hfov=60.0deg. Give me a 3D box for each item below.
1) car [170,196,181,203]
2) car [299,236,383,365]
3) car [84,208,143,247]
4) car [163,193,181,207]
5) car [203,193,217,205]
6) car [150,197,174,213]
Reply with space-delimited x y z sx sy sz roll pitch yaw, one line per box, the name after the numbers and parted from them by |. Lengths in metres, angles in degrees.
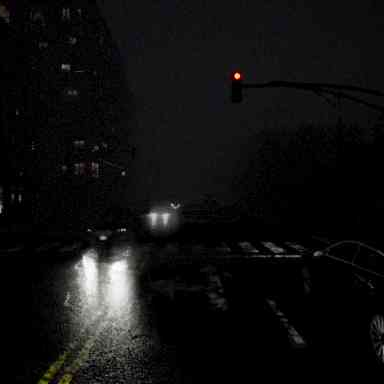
-3.364 1.536 69.174 2.128 1.511 4.902 0 0 0 | car
3.341 1.491 5.654 2.128 1.511 4.902 0 0 0 | car
-3.383 1.505 15.084 2.128 1.511 4.902 0 -1 0 | car
-3.424 1.237 53.375 2.150 2.045 5.566 0 0 0 | car
3.253 1.238 59.356 2.150 2.045 5.566 0 0 0 | car
-3.409 1.567 36.299 1.994 1.385 4.181 0 0 0 | car
